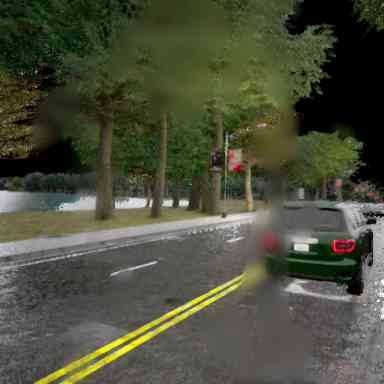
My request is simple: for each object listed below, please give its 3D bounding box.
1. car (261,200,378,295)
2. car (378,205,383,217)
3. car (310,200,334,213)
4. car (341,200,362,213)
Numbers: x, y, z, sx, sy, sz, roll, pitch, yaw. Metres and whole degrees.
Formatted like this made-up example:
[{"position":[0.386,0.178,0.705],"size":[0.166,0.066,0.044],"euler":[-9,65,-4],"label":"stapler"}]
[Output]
[{"position":[3.715,1.266,9.262],"size":[2.150,2.045,5.566],"euler":[0,0,32],"label":"car"},{"position":[17.153,1.809,30.896],"size":[1.895,1.301,4.718],"euler":[0,0,32],"label":"car"},{"position":[16.941,1.776,43.185],"size":[1.882,1.535,5.008],"euler":[0,-1,32],"label":"car"},{"position":[20.661,1.818,42.994],"size":[1.837,1.490,4.892],"euler":[0,-1,32],"label":"car"}]
